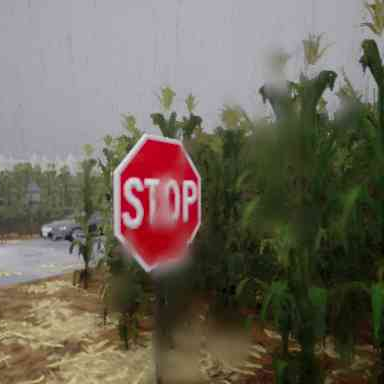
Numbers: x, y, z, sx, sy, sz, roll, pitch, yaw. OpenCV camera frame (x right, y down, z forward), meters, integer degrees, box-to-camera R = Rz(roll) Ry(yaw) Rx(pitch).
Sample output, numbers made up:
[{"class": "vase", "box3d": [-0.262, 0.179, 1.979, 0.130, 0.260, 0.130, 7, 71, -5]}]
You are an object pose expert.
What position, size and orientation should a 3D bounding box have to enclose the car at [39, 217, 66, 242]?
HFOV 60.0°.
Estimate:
[{"class": "car", "box3d": [-4.894, 1.535, 16.214, 2.128, 1.511, 4.902, 0, 0, 34]}]
